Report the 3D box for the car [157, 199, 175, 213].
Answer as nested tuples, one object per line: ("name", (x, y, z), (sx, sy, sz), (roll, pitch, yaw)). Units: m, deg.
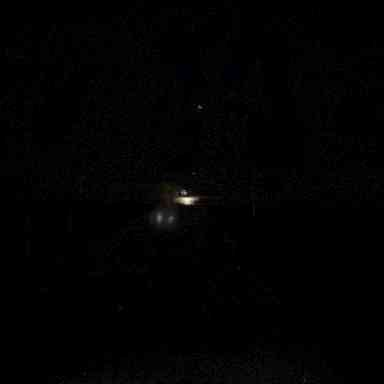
("car", (-2.834, 1.491, 37.359), (2.033, 1.411, 5.357), (0, 0, 0))
